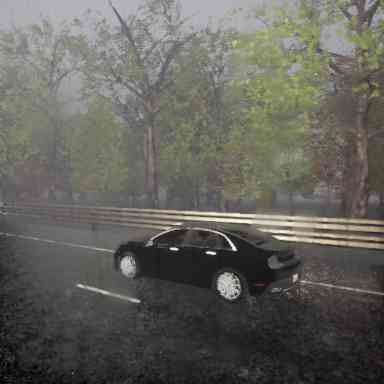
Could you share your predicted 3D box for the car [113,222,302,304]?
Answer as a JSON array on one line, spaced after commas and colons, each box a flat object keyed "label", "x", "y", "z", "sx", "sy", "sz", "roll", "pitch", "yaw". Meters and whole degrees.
[{"label": "car", "x": 0.136, "y": 1.497, "z": 8.194, "sx": 4.892, "sy": 1.490, "sz": 1.837, "roll": 0, "pitch": 0, "yaw": 36}]
